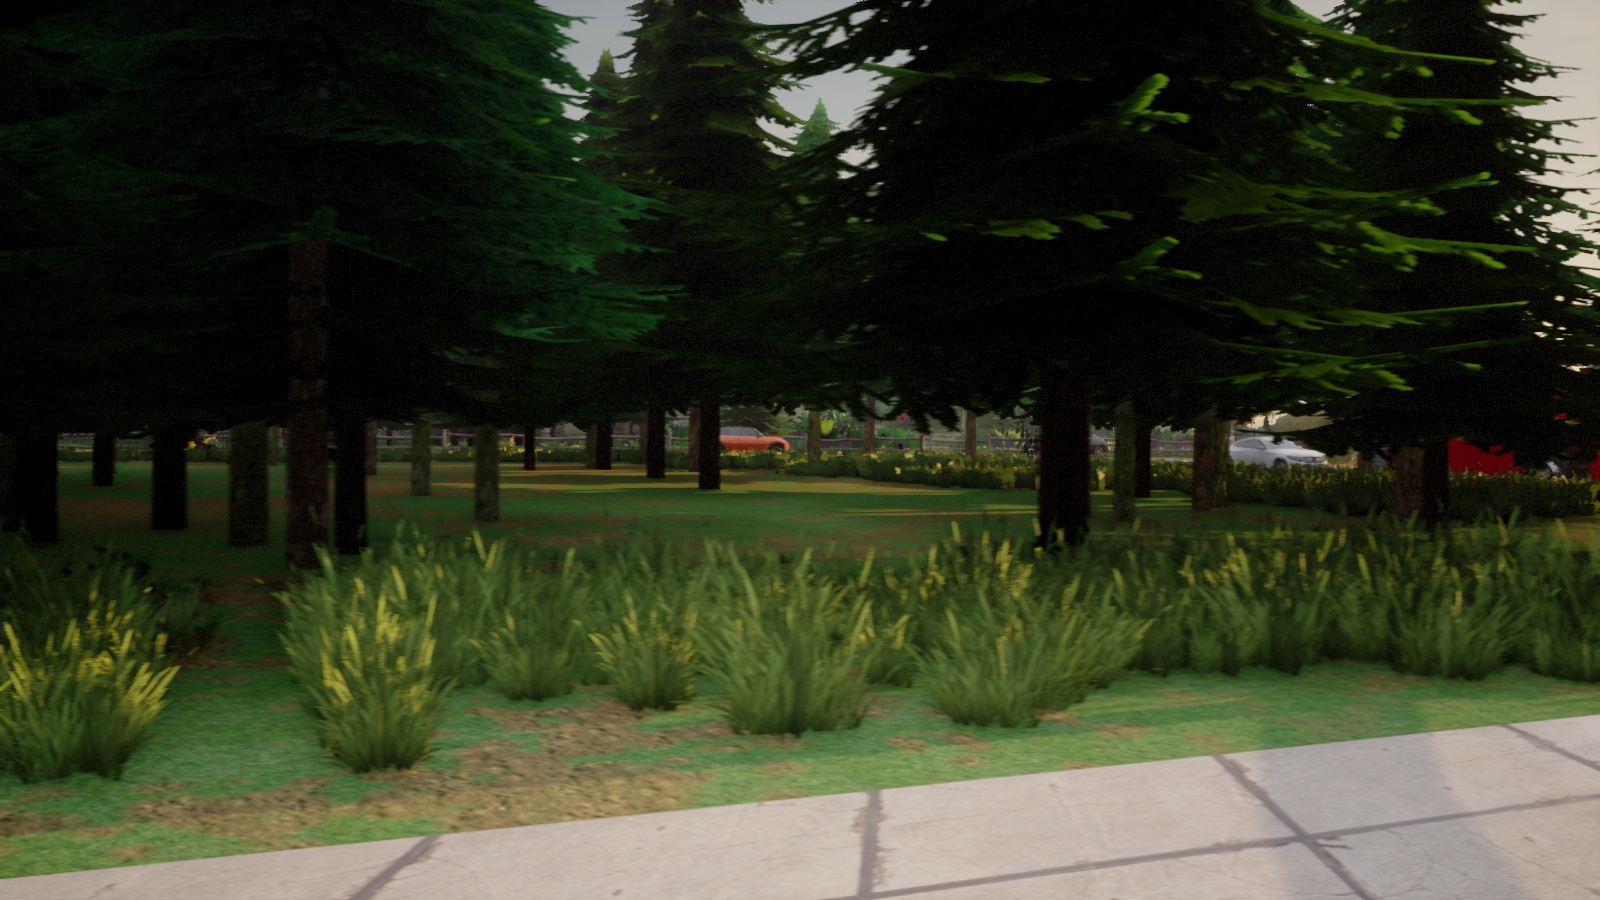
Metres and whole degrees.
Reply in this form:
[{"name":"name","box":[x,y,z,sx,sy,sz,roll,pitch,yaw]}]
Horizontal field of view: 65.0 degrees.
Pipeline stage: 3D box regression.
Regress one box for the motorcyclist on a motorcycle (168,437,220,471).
[{"name":"motorcyclist on a motorcycle","box":[-27.631,0.165,57.292,2.044,1.523,0.797,-1,1,-19]}]

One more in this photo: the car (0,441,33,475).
[{"name":"car","box":[-36.115,0.363,54.343,4.674,1.442,1.812,-1,1,-19]}]

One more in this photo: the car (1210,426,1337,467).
[{"name":"car","box":[17.643,-0.153,47.041,1.812,1.442,4.674,-1,1,-20]}]

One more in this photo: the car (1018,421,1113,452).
[{"name":"car","box":[14.976,-0.793,70.757,5.027,1.651,2.152,-1,1,-29]}]

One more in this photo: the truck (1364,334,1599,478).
[{"name":"truck","box":[21.197,-1.227,37.417,2.891,3.827,8.468,-1,1,-20]}]

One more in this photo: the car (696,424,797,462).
[{"name":"car","box":[-2.668,-0.356,62.114,4.553,1.767,2.097,-1,1,-18]}]
